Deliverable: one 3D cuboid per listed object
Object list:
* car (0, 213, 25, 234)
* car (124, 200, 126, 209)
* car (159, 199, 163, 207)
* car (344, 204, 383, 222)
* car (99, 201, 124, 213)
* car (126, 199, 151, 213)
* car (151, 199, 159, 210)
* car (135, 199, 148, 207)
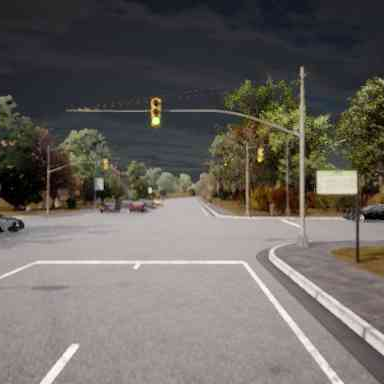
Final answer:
[{"bbox_3d":[-12.193,1.777,19.617,4.181,1.385,1.994,0,-1,3],"label":"car"},{"bbox_3d":[-10.594,2.088,54.387,1.837,1.490,4.892,0,-1,0],"label":"car"},{"bbox_3d":[-7.011,2.206,68.002,1.882,1.535,5.008,0,-1,0],"label":"car"},{"bbox_3d":[15.750,1.784,28.655,5.008,1.535,1.882,0,-1,3],"label":"car"},{"bbox_3d":[-10.606,2.029,43.362,1.994,1.385,4.181,0,-1,0],"label":"car"},{"bbox_3d":[-7.104,1.955,44.467,1.882,1.535,5.008,0,-1,0],"label":"car"},{"bbox_3d":[-7.092,2.095,54.954,1.837,1.490,4.892,0,-1,0],"label":"car"},{"bbox_3d":[-10.511,2.243,69.456,1.837,1.490,4.892,0,-1,0],"label":"car"}]
